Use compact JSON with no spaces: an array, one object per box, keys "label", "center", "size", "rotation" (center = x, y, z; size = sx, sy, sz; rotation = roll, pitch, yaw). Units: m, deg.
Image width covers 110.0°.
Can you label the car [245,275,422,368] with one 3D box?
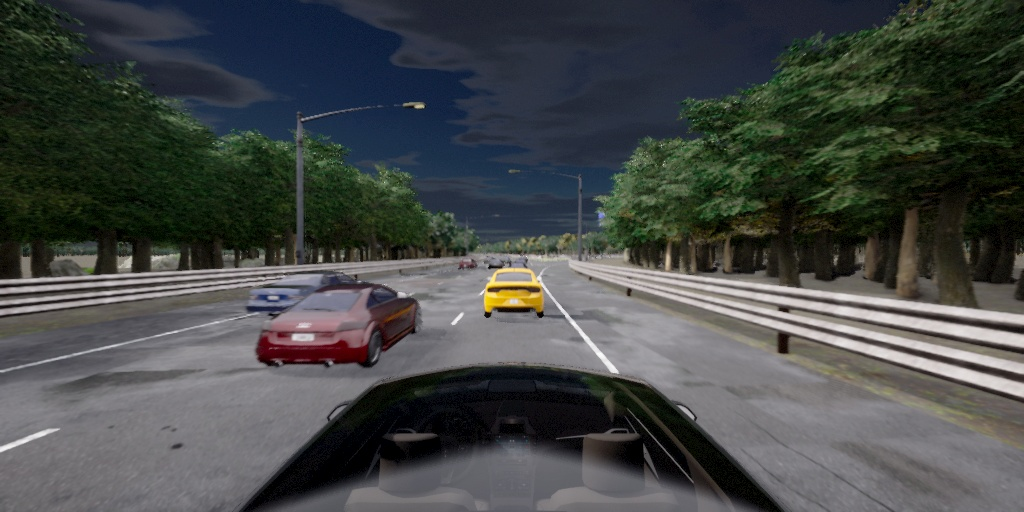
[{"label":"car","center":[-3.386,1.291,7.853],"size":[1.994,1.385,4.181],"rotation":[0,0,1]}]

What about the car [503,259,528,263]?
[{"label":"car","center":[0.500,1.198,31.956],"size":[1.994,1.385,4.181],"rotation":[0,0,2]}]

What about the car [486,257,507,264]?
[{"label":"car","center":[-2.173,1.075,51.000],"size":[1.994,1.385,4.181],"rotation":[0,0,3]}]

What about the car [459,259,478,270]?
[{"label":"car","center":[-5.824,1.055,47.742],"size":[1.812,1.442,4.674],"rotation":[0,0,3]}]

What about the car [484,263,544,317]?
[{"label":"car","center":[0.086,1.189,13.106],"size":[1.882,1.535,5.008],"rotation":[0,0,1]}]

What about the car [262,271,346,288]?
[{"label":"car","center":[-6.908,1.254,12.965],"size":[2.033,1.411,5.357],"rotation":[0,0,1]}]

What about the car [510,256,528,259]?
[{"label":"car","center":[1.149,1.077,48.711],"size":[2.033,1.411,5.357],"rotation":[0,0,2]}]
